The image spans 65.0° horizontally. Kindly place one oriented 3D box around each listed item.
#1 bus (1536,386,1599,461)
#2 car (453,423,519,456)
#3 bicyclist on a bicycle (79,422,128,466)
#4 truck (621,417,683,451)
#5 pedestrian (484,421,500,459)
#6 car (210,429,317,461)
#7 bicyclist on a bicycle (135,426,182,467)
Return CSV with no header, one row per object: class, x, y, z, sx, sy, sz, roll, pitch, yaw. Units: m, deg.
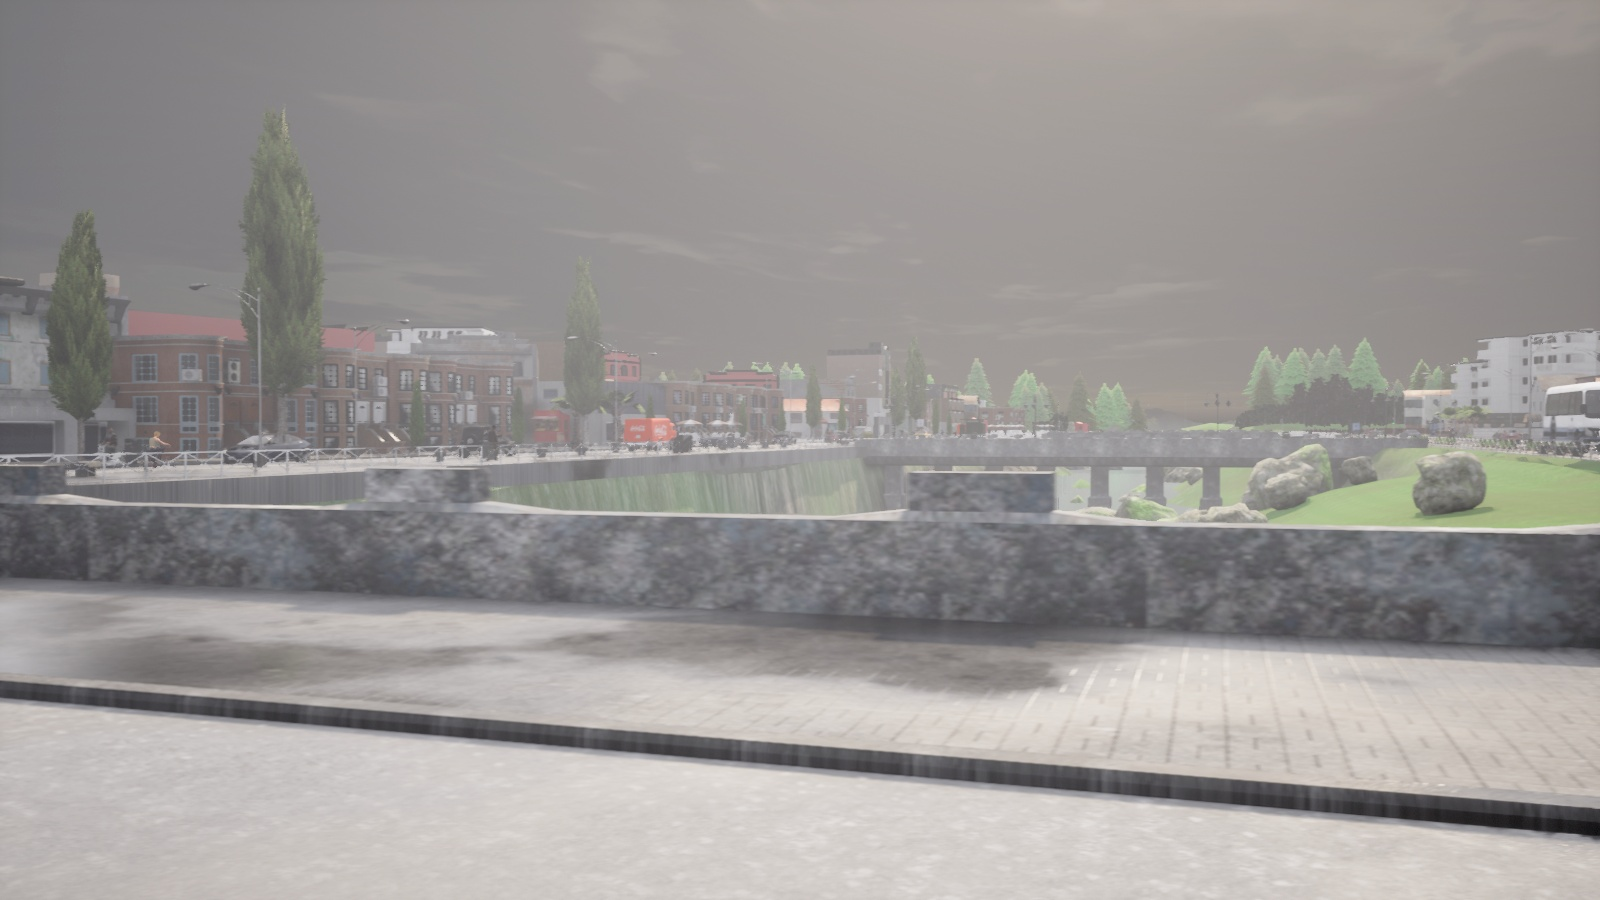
bus,47.769,-1.580,75.554,3.944,4.253,10.273,1,1,19
car,-18.189,-0.614,72.911,1.905,1.878,3.866,1,1,19
bicyclist on a bicycle,-29.204,-0.257,52.692,0.659,1.776,1.843,1,1,19
truck,-11.055,-1.209,94.129,2.627,2.467,5.204,1,1,19
pedestrian,-14.852,-0.490,60.613,0.431,1.840,0.703,1,1,21
car,-26.224,-0.258,61.562,2.163,1.488,4.792,1,1,19
bicyclist on a bicycle,-25.746,-0.141,50.429,0.866,1.612,1.509,1,1,19
